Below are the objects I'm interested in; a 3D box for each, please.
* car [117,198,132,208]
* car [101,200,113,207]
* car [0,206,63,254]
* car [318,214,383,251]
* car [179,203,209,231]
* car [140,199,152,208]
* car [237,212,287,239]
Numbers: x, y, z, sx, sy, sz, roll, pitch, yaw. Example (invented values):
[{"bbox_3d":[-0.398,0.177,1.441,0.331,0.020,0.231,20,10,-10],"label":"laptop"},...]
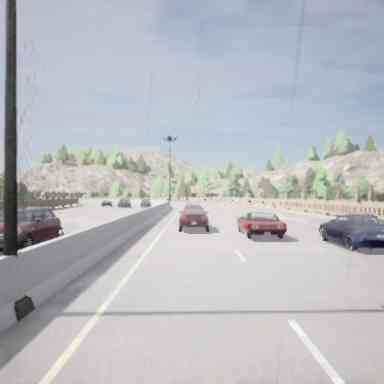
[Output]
[{"bbox_3d":[-11.343,1.763,56.209,2.097,1.767,4.553,0,-1,-7],"label":"car"},{"bbox_3d":[-15.482,2.064,60.842,1.895,1.301,4.718,0,-1,-10],"label":"car"},{"bbox_3d":[-7.093,1.429,13.715,2.097,1.767,4.553,0,0,0],"label":"car"},{"bbox_3d":[7.107,1.646,14.470,1.994,1.385,4.181,0,0,0],"label":"car"},{"bbox_3d":[0.123,1.653,21.544,1.812,1.442,4.674,0,0,0],"label":"car"},{"bbox_3d":[-7.892,1.943,57.000,1.812,1.442,4.674,0,0,-6],"label":"car"},{"bbox_3d":[3.606,1.705,18.073,1.895,1.301,4.718,0,0,0],"label":"car"}]
